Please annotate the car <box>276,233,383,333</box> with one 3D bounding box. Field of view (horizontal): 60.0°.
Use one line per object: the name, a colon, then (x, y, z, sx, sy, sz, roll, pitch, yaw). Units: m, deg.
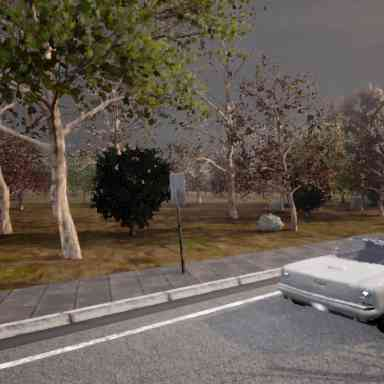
car: (3.903, 1.587, 6.787, 4.718, 1.301, 1.895, 0, 0, -36)
